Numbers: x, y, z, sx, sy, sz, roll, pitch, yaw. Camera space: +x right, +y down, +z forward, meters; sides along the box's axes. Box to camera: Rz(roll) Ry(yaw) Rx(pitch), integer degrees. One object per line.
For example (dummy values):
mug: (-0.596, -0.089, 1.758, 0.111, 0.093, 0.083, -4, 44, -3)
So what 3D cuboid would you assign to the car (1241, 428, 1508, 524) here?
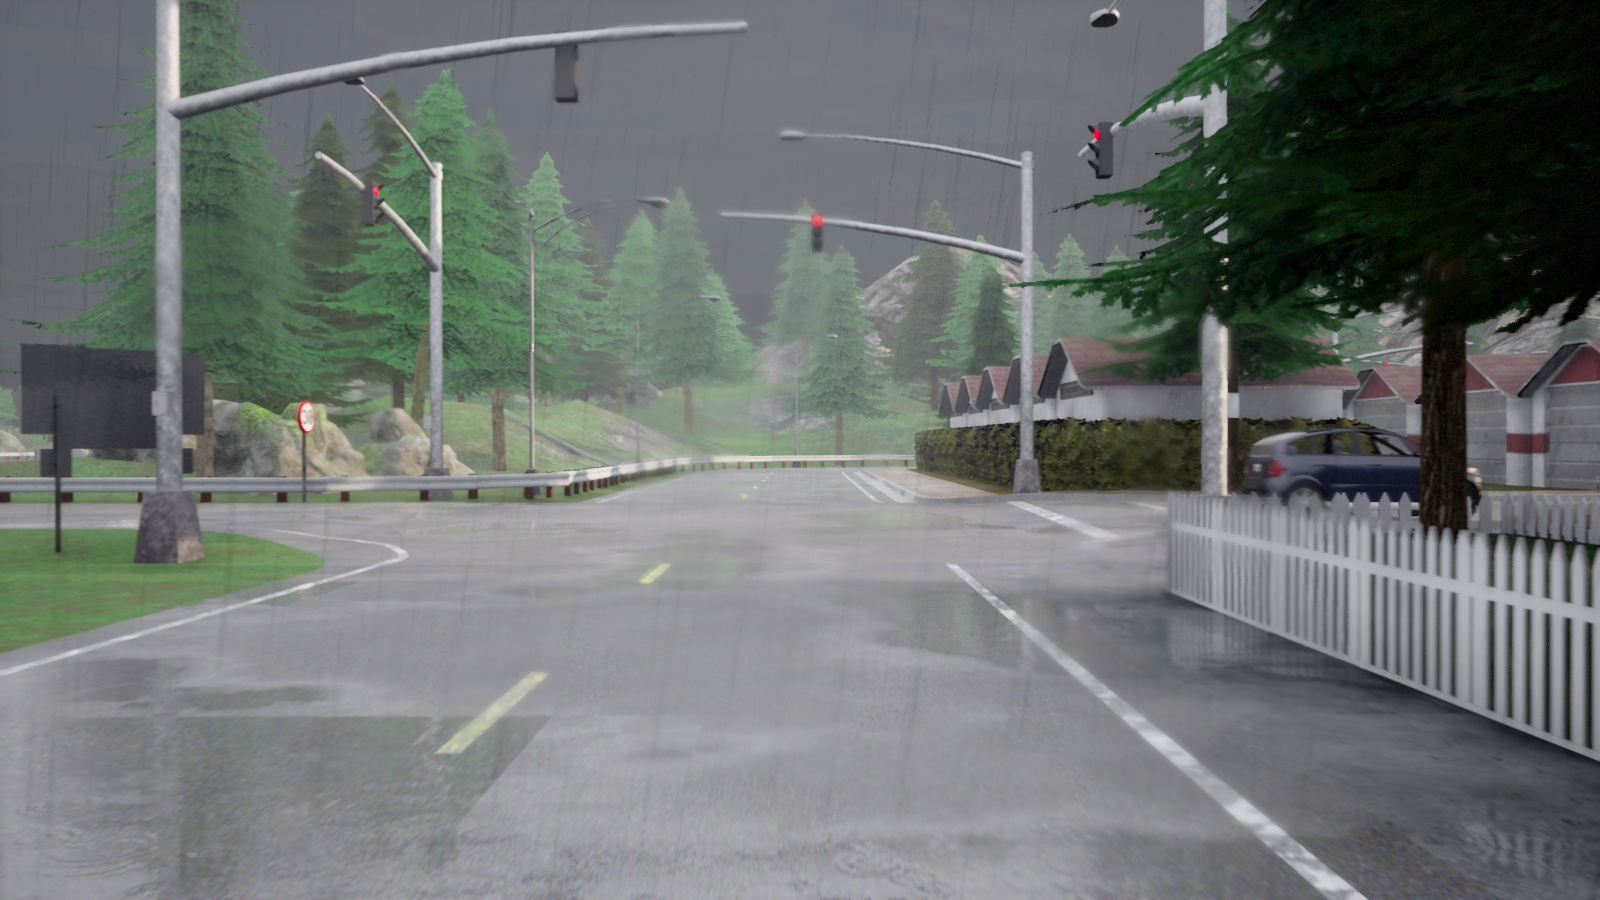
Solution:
car: (9.629, 0.421, 21.281, 3.705, 1.549, 1.789, 0, 0, 1)
